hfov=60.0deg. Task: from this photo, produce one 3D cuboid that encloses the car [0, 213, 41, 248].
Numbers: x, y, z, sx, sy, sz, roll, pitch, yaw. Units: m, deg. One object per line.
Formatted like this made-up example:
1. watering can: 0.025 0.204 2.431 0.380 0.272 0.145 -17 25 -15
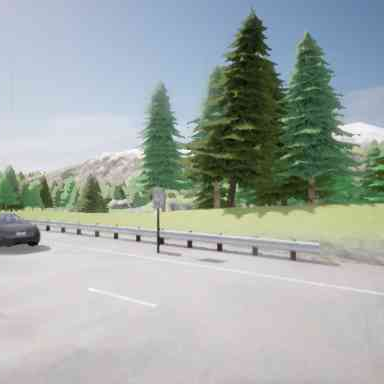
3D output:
1. car: -8.269 1.586 14.067 4.181 1.385 1.994 0 0 36
